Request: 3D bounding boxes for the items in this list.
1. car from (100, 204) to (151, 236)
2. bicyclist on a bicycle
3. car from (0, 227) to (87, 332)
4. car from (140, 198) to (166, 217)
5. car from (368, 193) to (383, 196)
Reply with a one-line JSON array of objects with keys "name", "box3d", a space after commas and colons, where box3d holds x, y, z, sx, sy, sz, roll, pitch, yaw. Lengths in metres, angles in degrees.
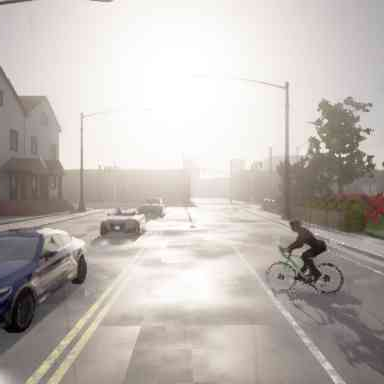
[{"name": "car", "box3d": [-3.644, 1.564, 18.214, 1.994, 1.385, 4.181, 0, 0, 0]}, {"name": "bicyclist on a bicycle", "box3d": [2.475, 1.450, 7.401, 1.656, 1.620, 0.582, -1, 0, 14]}, {"name": "car", "box3d": [-3.609, 1.525, 6.944, 1.812, 1.442, 4.674, 0, 0, 0]}, {"name": "car", "box3d": [-3.646, 1.352, 30.998, 2.097, 1.767, 4.553, 0, 0, 0]}, {"name": "car", "box3d": [29.277, 1.217, 53.194, 5.566, 2.045, 2.150, 0, 0, 1]}]
